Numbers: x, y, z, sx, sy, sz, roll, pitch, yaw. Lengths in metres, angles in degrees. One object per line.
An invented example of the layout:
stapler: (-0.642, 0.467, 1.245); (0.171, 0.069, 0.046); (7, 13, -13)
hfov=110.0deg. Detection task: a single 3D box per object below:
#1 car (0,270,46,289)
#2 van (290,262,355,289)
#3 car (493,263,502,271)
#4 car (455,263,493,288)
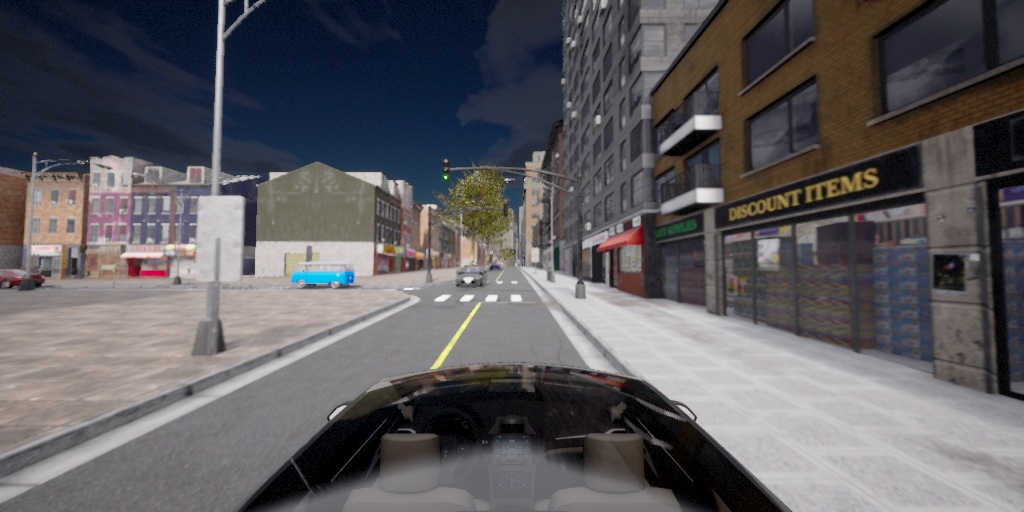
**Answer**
car: (-34.794, 1.574, 24.621); (4.207, 1.307, 1.802); (0, 0, 0)
van: (-12.926, 1.320, 24.579); (3.998, 1.789, 1.690); (0, 0, 0)
car: (-2.754, 1.808, 60.598); (1.895, 1.301, 4.718); (0, -1, 0)
car: (-2.761, 1.386, 25.065); (2.128, 1.511, 4.902); (-1, -1, 0)
